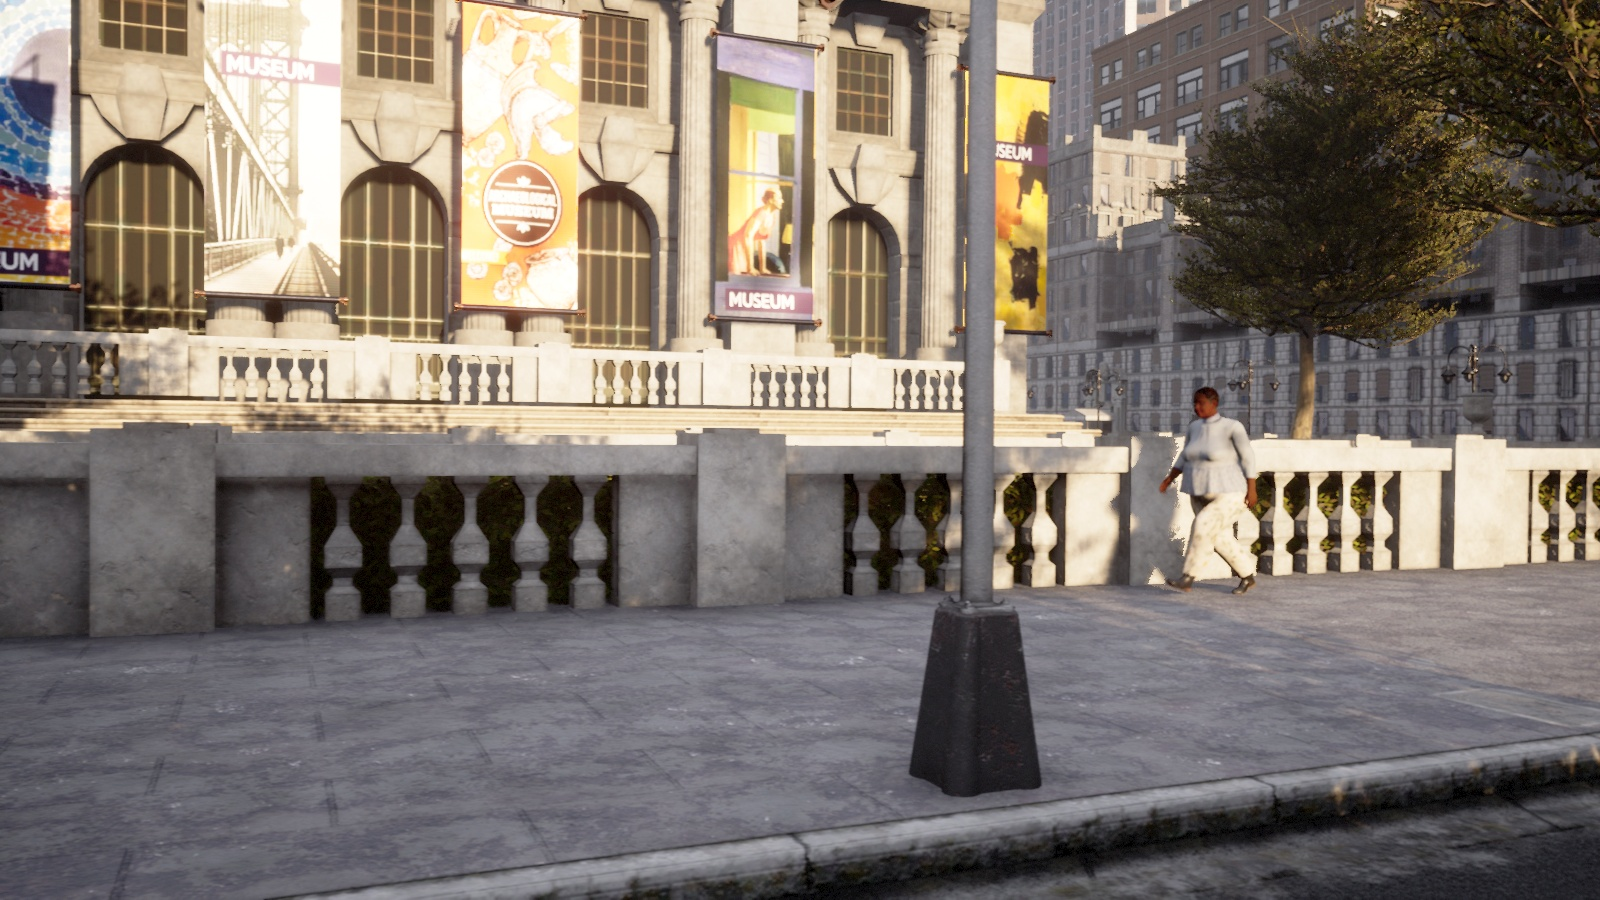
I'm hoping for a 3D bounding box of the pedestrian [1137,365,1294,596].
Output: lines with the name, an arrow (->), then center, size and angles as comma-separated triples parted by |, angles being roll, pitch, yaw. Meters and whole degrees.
pedestrian -> 3.507, 0.232, 10.646 | 0.900, 1.855, 0.874 | -1, 1, -23
